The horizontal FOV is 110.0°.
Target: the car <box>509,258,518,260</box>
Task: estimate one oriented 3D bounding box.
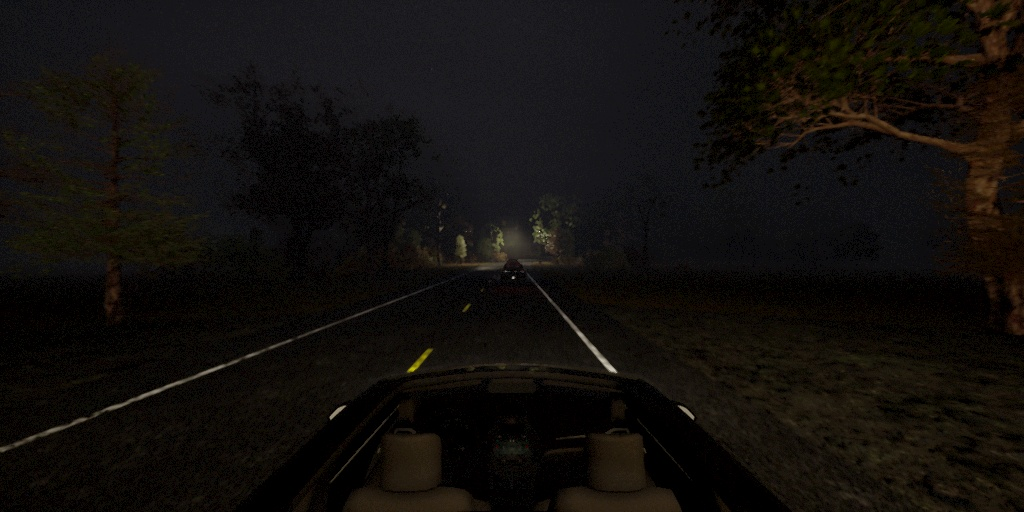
[{"bbox_3d":[0.188,1.129,54.938,2.097,1.767,4.553,0,0,1],"label":"car"}]

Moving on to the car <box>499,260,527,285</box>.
[{"bbox_3d":[0.099,1.254,26.561,2.128,1.511,4.902,0,0,0],"label":"car"}]
